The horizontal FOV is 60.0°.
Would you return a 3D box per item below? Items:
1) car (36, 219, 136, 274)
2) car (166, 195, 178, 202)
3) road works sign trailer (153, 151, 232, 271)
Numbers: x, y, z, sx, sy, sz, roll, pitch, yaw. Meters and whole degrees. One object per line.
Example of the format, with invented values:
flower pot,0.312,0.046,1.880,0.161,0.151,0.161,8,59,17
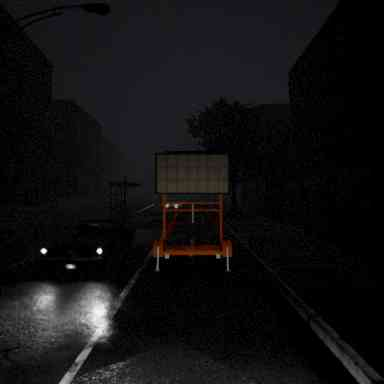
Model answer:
car,-3.106,1.606,10.726,1.895,1.301,4.718,0,0,0
car,-3.278,1.218,53.918,1.812,1.442,4.674,0,1,0
road works sign trailer,0.024,0.470,10.858,2.380,3.560,2.880,0,0,0
